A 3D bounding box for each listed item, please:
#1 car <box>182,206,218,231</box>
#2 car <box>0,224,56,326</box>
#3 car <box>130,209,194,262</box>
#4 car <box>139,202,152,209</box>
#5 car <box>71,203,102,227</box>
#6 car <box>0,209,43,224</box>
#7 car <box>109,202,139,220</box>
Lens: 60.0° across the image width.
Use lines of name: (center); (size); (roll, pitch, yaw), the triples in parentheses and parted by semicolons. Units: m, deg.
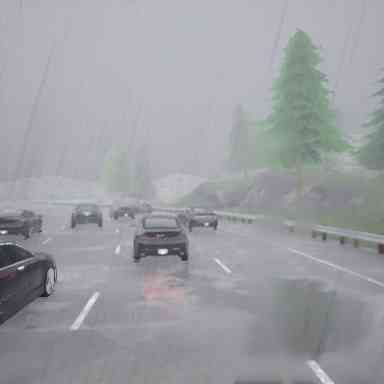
car: (0.256, 1.710, 22.080); (2.128, 1.511, 4.902); (0, -1, -14)
car: (-3.915, 1.569, 5.817); (1.837, 1.490, 4.892); (0, -1, -5)
car: (-1.299, 1.634, 12.808); (1.837, 1.490, 4.892); (0, -1, -9)
car: (-6.175, 1.885, 39.016); (2.128, 1.511, 4.902); (0, -1, -26)
car: (-7.931, 1.612, 25.110); (2.097, 1.767, 4.553); (0, -1, -17)
car: (-9.548, 1.700, 18.319); (1.837, 1.490, 4.892); (0, -1, -13)
car: (-6.811, 1.832, 32.069); (1.837, 1.490, 4.892); (1, -1, -22)
